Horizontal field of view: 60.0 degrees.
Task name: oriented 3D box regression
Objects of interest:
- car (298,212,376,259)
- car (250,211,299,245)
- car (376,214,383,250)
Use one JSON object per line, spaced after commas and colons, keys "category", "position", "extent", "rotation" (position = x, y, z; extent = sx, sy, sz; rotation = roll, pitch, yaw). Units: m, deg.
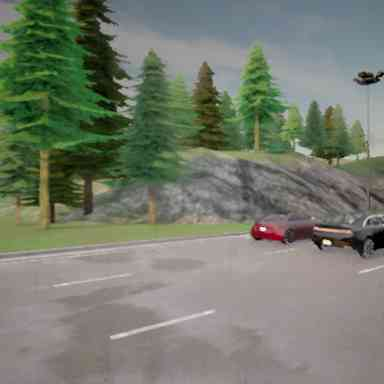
{"category": "car", "position": [6.637, 1.533, 12.843], "extent": [4.902, 1.511, 2.128], "rotation": [0, 0, -35]}
{"category": "car", "position": [4.770, 1.606, 15.808], "extent": [4.181, 1.385, 1.994], "rotation": [0, 0, -35]}
{"category": "car", "position": [7.765, 1.260, 9.362], "extent": [5.566, 2.045, 2.150], "rotation": [0, 0, -35]}
